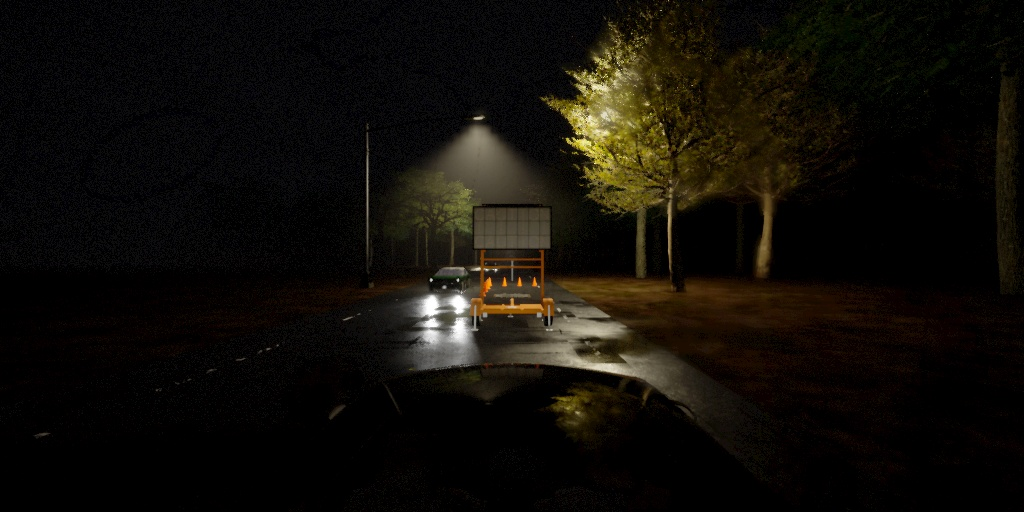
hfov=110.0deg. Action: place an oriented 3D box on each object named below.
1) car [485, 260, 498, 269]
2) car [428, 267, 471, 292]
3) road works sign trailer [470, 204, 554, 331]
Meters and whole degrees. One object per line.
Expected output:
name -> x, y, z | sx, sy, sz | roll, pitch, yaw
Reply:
car -> -3.568, 1.354, 62.409 | 2.097, 1.767, 4.553 | 0, -1, 0
car -> -3.599, 1.362, 21.320 | 1.895, 1.301, 4.718 | 0, 0, 0
road works sign trailer -> 0.009, 0.218, 11.000 | 2.380, 3.560, 2.880 | 0, 0, 0
